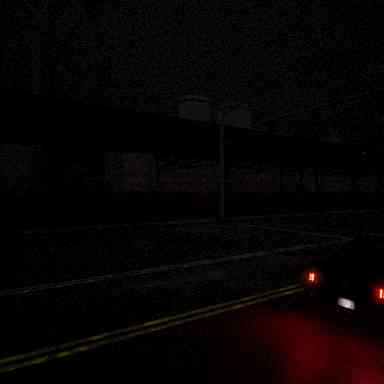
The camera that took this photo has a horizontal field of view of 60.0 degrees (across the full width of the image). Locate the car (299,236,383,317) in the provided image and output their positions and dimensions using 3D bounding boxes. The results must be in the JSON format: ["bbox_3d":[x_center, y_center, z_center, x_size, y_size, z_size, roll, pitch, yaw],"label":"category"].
[{"bbox_3d":[4.439,1.601,6.919,4.718,1.301,1.895,0,0,-35],"label":"car"}]
